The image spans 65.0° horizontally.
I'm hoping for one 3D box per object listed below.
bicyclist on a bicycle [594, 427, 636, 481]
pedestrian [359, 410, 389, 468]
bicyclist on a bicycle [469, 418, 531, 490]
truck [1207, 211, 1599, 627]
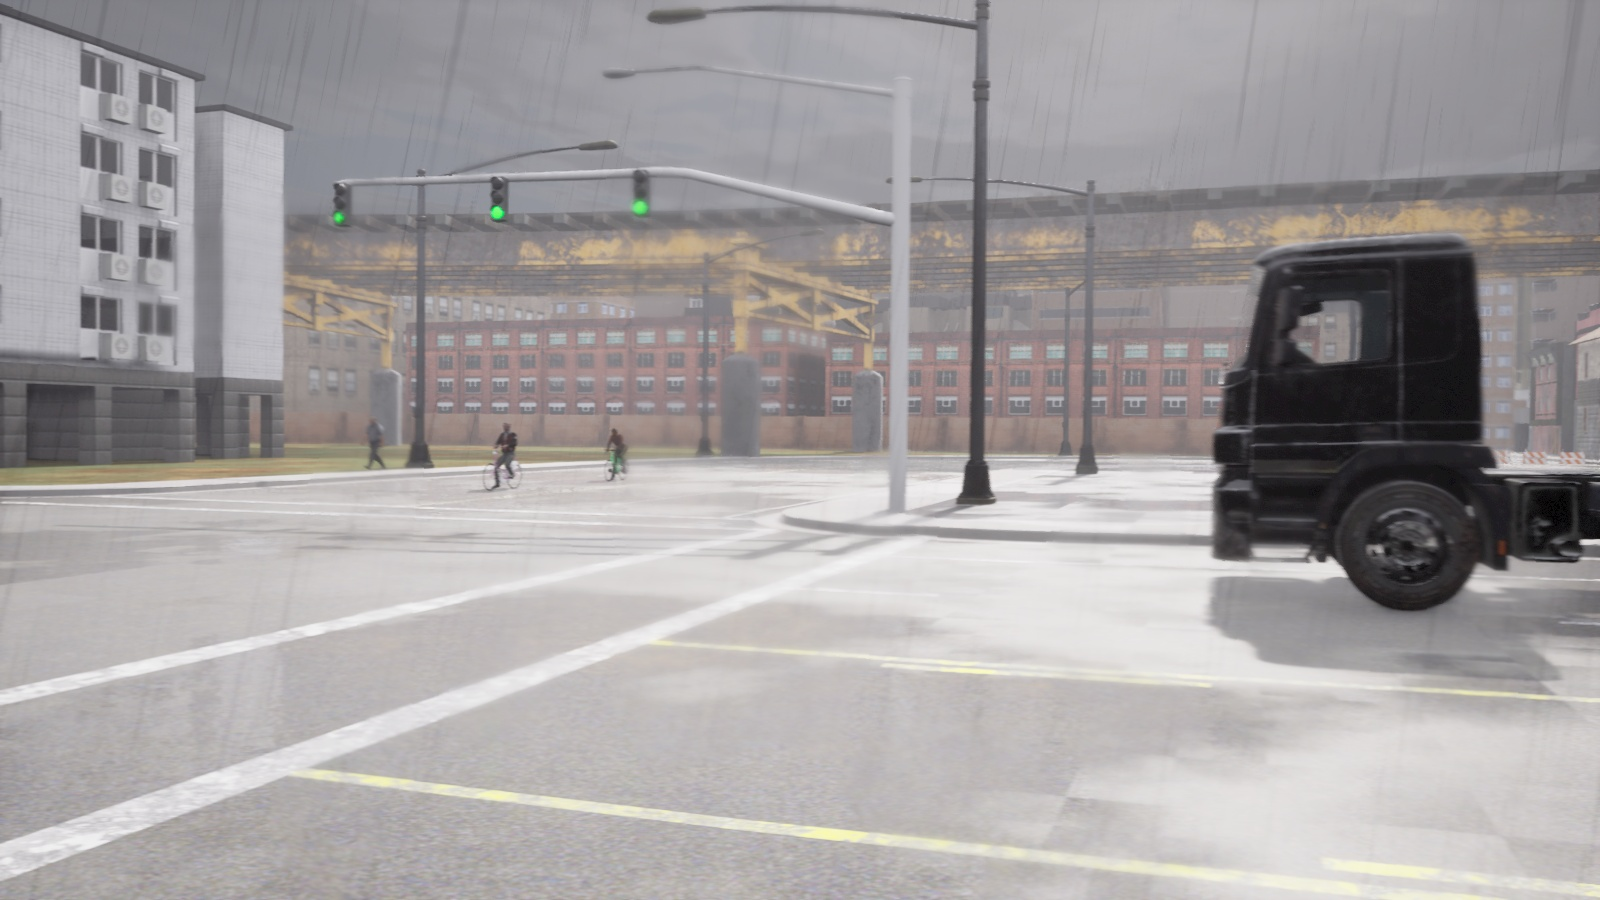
[{"bbox_3d":[-5.655,0.108,38.454,0.582,1.620,1.656,1,1,18],"label":"bicyclist on a bicycle"},{"bbox_3d":[-13.615,-0.351,40.145,0.540,1.848,0.694,2,1,29],"label":"pedestrian"},{"bbox_3d":[-7.669,0.100,32.181,0.659,1.776,1.843,1,1,18],"label":"bicyclist on a bicycle"},{"bbox_3d":[7.963,-0.261,11.551,7.936,3.462,2.891,1,1,19],"label":"truck"}]
